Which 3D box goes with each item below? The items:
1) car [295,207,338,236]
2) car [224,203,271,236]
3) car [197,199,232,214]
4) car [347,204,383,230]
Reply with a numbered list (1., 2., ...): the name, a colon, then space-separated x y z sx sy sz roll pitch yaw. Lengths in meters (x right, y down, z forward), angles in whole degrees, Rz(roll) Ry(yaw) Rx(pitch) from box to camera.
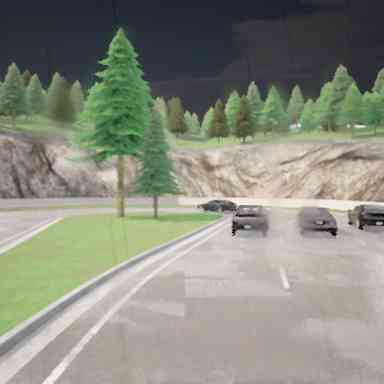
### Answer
1. car: 6.961 1.571 18.857 2.033 1.411 5.357 0 0 15
2. car: 3.351 1.512 18.680 2.128 1.511 4.902 0 0 14
3. car: 2.663 1.546 36.578 1.837 1.490 4.892 3 -2 -42
4. car: 11.211 1.532 21.161 1.837 1.490 4.892 0 0 14
